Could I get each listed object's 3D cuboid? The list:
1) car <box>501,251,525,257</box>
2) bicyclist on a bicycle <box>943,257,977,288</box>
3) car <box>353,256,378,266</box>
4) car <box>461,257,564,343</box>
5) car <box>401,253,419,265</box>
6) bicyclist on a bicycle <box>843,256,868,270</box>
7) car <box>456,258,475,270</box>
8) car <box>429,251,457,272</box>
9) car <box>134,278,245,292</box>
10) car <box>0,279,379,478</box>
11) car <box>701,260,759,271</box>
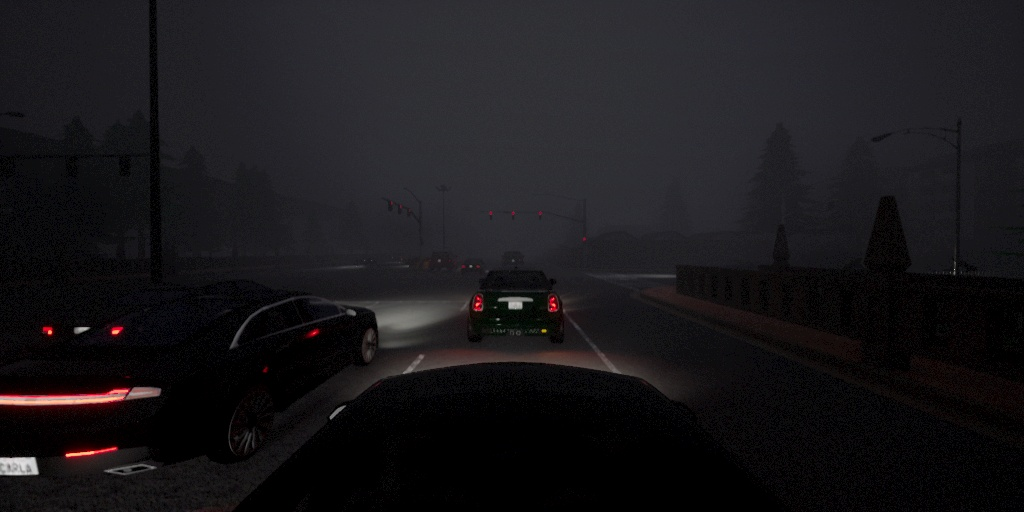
[{"bbox_3d":[0.099,0.515,36.631,2.150,2.045,5.566,0,1,0],"label":"car"},{"bbox_3d":[22.202,0.854,17.776,0.582,1.620,1.656,-1,1,-35],"label":"bicyclist on a bicycle"},{"bbox_3d":[-21.081,0.686,51.743,1.895,1.301,4.718,0,1,0],"label":"car"},{"bbox_3d":[0.142,1.016,9.568,2.097,1.767,4.553,0,1,2],"label":"car"},{"bbox_3d":[-14.082,0.644,52.089,1.994,1.385,4.181,0,1,0],"label":"car"},{"bbox_3d":[17.868,0.842,18.627,0.582,1.620,1.656,0,1,-14],"label":"bicyclist on a bicycle"},{"bbox_3d":[-3.402,0.901,32.236,2.033,1.411,5.357,0,1,0],"label":"car"},{"bbox_3d":[-6.913,0.514,36.666,2.150,2.045,5.566,0,1,0],"label":"car"},{"bbox_3d":[-6.921,1.223,8.293,2.033,1.411,5.357,0,1,0],"label":"car"},{"bbox_3d":[-3.437,1.211,4.906,2.128,1.511,4.902,0,1,0],"label":"car"},{"bbox_3d":[18.066,0.995,29.326,4.718,1.301,1.895,0,1,2],"label":"car"}]
